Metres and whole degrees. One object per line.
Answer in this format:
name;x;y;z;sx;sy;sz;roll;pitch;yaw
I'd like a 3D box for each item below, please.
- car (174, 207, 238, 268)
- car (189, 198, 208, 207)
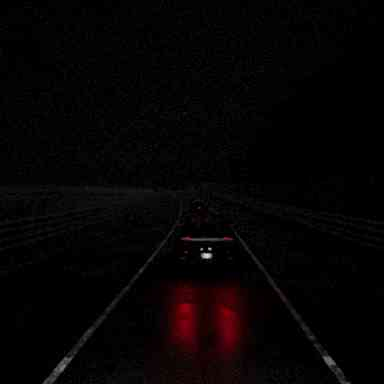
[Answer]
car;0.471;1.495;11.358;2.128;1.511;4.902;0;0;2
car;0.689;1.311;35.067;1.812;1.442;4.674;0;1;-1
